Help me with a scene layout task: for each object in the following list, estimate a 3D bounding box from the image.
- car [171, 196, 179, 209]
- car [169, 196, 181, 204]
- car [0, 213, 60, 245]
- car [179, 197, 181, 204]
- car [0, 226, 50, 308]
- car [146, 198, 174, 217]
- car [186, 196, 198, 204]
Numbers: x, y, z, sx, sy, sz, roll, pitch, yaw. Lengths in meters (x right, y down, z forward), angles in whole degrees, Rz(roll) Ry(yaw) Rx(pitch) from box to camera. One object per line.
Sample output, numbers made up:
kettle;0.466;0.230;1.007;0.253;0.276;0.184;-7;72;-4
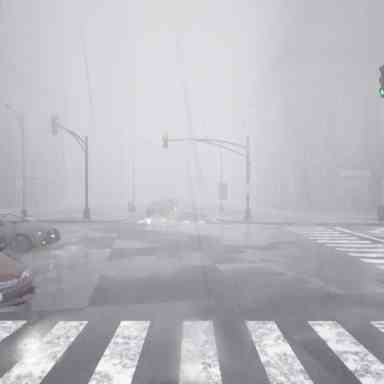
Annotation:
car;-3.128;1.538;41.363;2.033;1.411;5.357;0;0;0
car;-3.068;1.465;61.938;1.882;1.535;5.008;0;0;1
car;-7.372;1.524;12.849;4.181;1.385;1.994;0;1;0
car;-3.115;1.553;51.446;1.994;1.385;4.181;0;0;1
car;-5.149;1.526;6.943;4.674;1.442;1.812;0;-1;37
car;-3.123;1.540;31.290;2.033;1.411;5.357;0;0;0
car;-0.021;1.513;62.620;1.812;1.442;4.674;0;0;0
